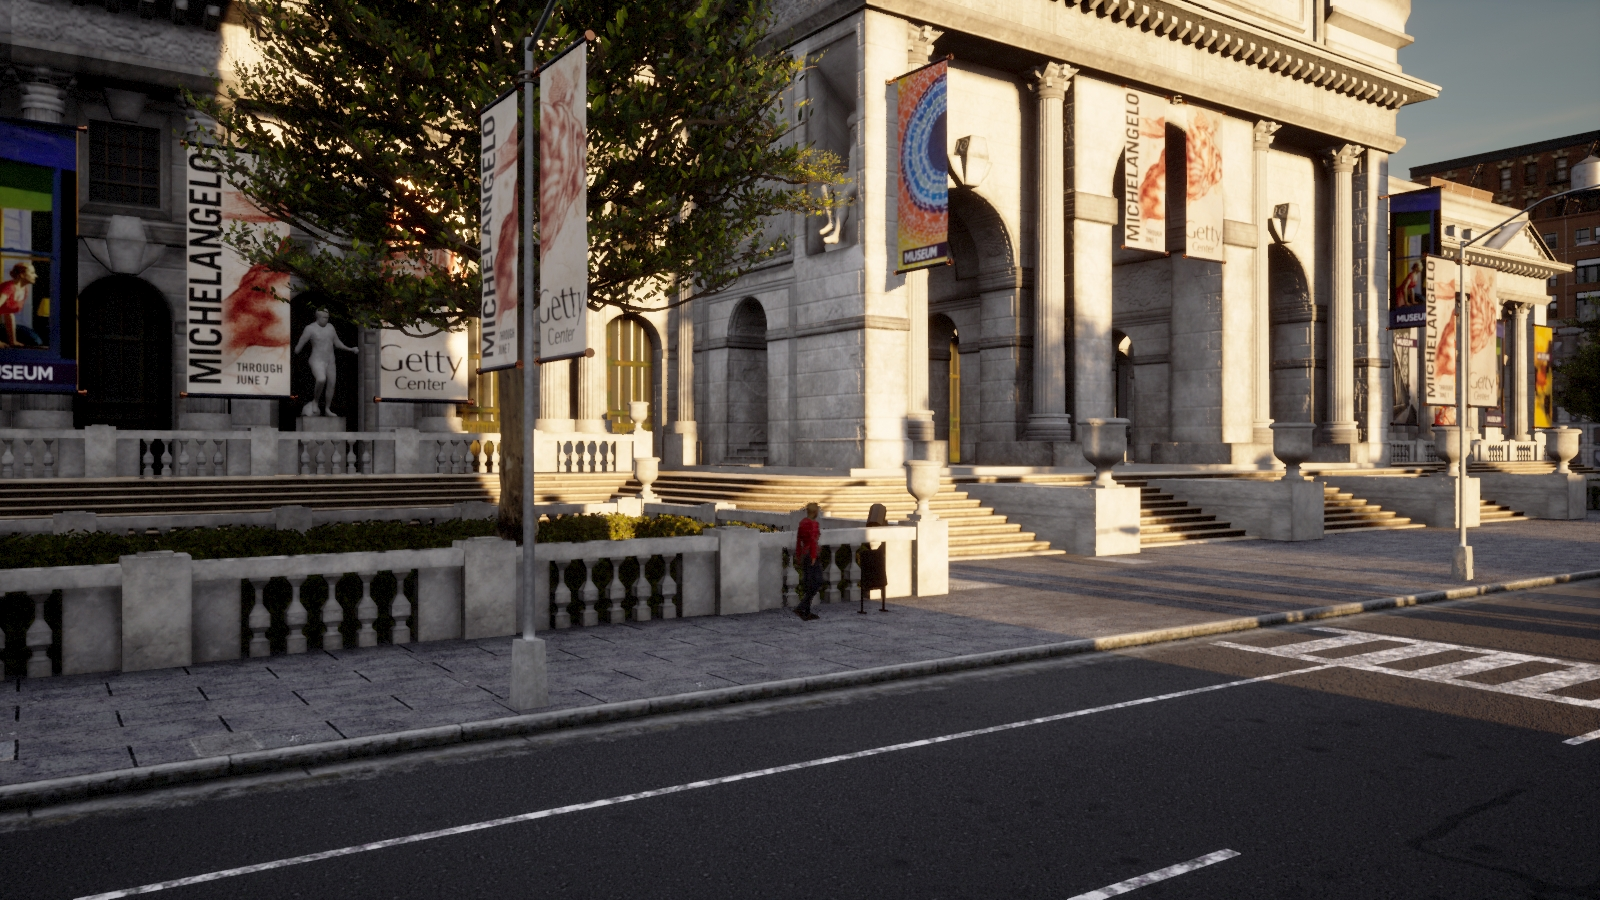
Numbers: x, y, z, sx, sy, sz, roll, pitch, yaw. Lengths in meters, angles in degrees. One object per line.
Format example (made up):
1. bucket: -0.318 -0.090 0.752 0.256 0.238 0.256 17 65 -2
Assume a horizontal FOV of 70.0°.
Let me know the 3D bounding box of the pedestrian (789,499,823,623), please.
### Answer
1. pedestrian: 0.092 1.696 17.590 0.375 1.860 0.375 0 0 -33
